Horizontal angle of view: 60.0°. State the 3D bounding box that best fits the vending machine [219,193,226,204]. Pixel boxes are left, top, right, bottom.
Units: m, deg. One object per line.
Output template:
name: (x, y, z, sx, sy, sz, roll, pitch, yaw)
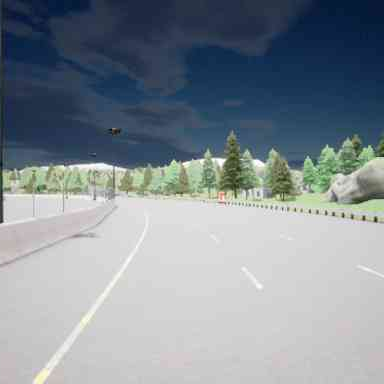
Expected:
vending machine: (5.819, 1.179, 64.137, 1.100, 2.100, 0.880, 0, 0, -17)
